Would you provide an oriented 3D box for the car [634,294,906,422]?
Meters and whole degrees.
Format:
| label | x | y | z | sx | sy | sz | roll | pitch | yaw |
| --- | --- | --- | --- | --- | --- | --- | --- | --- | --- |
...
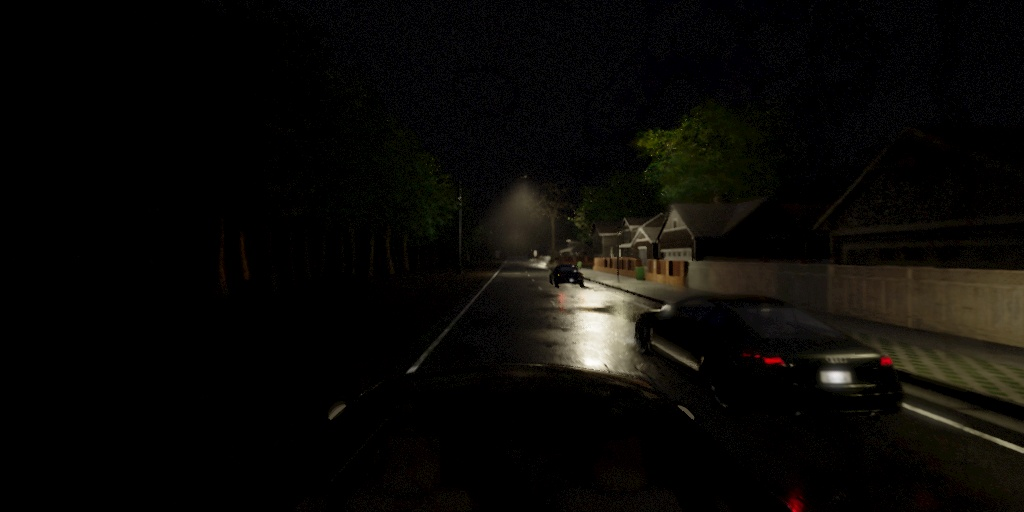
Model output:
| label | x | y | z | sx | sy | sz | roll | pitch | yaw |
| --- | --- | --- | --- | --- | --- | --- | --- | --- | --- |
| car | 3.599 | 1.317 | 5.985 | 1.994 | 1.385 | 4.181 | 0 | 0 | 0 |

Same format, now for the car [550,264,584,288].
| label | x | y | z | sx | sy | sz | roll | pitch | yaw |
| --- | --- | --- | --- | --- | --- | --- | --- | --- | --- |
| car | 3.604 | 1.279 | 23.971 | 1.812 | 1.442 | 4.674 | 0 | 0 | 0 |
